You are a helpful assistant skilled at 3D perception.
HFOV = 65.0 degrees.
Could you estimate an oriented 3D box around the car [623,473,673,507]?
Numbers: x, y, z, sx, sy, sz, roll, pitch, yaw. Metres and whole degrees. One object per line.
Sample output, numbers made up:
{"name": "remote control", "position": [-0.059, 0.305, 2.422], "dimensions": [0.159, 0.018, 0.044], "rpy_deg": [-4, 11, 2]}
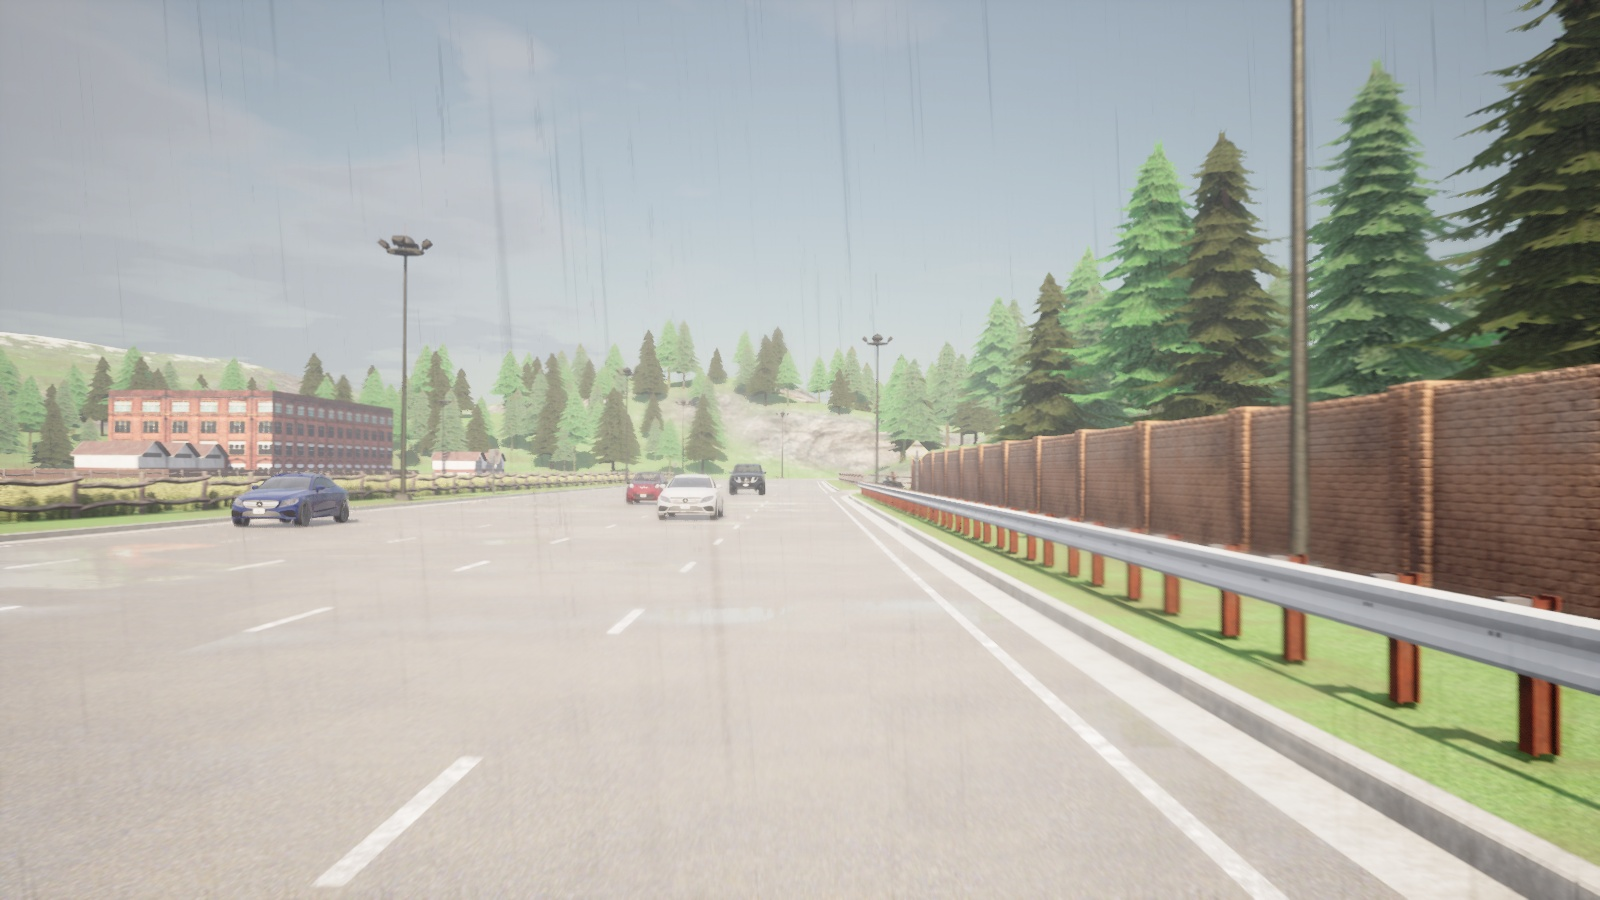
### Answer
{"name": "car", "position": [-6.925, 1.817, 57.545], "dimensions": [1.845, 1.501, 3.633], "rpy_deg": [0, -1, 0]}

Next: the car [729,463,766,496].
{"name": "car", "position": [-3.345, 1.908, 81.573], "dimensions": [2.150, 2.045, 5.566], "rpy_deg": [0, -1, 0]}

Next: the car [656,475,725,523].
{"name": "car", "position": [-3.483, 1.532, 40.647], "dimensions": [1.812, 1.442, 4.674], "rpy_deg": [0, -1, 0]}

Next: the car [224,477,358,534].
{"name": "car", "position": [-14.002, 1.478, 34.851], "dimensions": [1.812, 1.442, 4.674], "rpy_deg": [0, -1, 0]}
